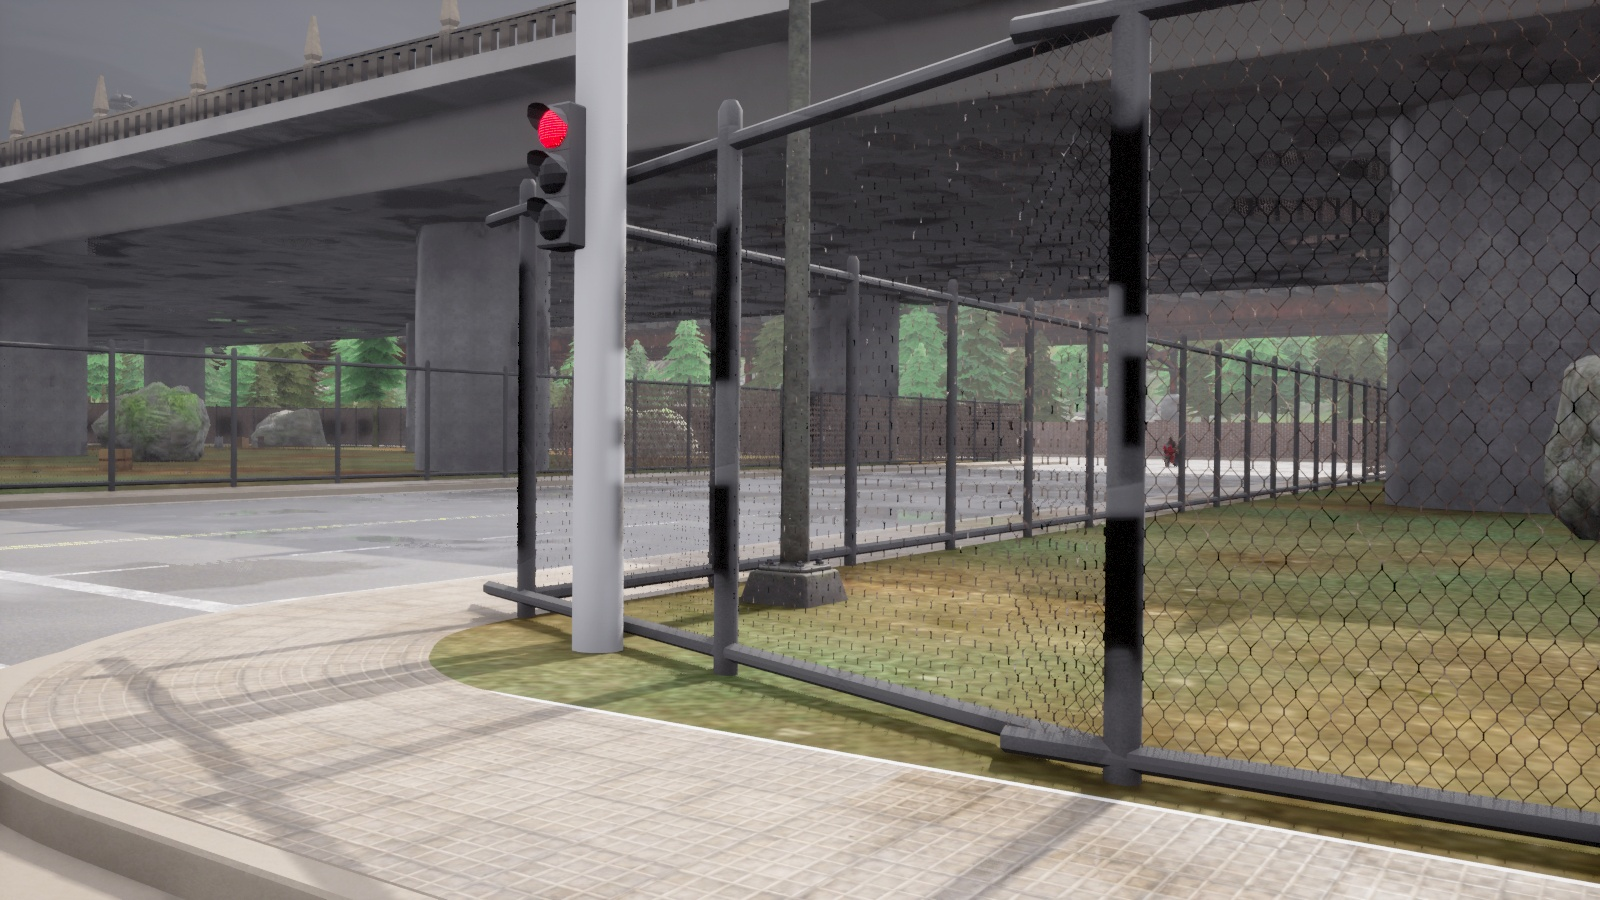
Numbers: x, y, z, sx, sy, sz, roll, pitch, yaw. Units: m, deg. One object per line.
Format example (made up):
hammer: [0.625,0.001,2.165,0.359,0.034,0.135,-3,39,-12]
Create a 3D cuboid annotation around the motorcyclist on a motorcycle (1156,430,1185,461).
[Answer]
motorcyclist on a motorcycle: [18.107,-0.233,61.376,0.797,1.523,2.044,0,1,33]
